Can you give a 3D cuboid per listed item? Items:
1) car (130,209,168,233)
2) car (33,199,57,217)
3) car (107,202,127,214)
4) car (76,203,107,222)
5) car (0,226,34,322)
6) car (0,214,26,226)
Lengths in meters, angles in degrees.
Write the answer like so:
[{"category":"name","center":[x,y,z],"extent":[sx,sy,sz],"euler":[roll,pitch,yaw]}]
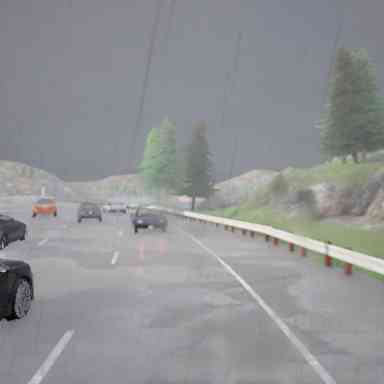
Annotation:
[{"category":"car","center":[-2.787,1.664,20.487],"extent":[1.895,1.301,4.718],"euler":[0,0,-14]},{"category":"car","center":[-14.956,1.497,33.818],"extent":[2.097,1.767,4.553],"euler":[0,0,-24]},{"category":"car","center":[-8.751,1.731,37.189],"extent":[1.895,1.301,4.718],"euler":[0,0,-25]},{"category":"car","center":[-8.694,1.654,28.047],"extent":[2.033,1.411,5.357],"euler":[0,0,-20]},{"category":"car","center":[-3.837,1.518,4.432],"extent":[2.128,1.511,4.902],"euler":[0,0,-3]},{"category":"car","center":[-8.665,1.635,14.419],"extent":[1.994,1.385,4.181],"euler":[0,0,-11]}]
